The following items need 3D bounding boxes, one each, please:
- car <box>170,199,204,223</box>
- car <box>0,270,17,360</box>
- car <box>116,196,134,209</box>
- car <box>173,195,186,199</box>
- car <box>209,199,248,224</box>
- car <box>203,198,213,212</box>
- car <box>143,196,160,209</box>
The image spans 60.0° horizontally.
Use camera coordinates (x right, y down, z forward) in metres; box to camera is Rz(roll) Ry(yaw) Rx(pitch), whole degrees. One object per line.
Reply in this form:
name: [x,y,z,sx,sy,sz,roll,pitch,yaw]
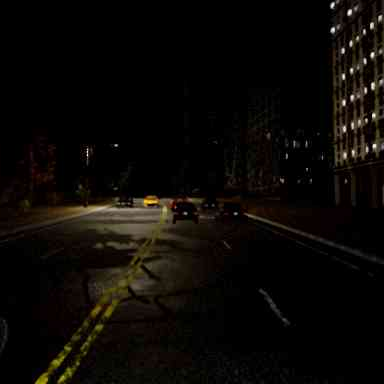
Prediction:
car: [-0.536,1.450,24.400,2.033,1.411,5.357,0,0,-3]
car: [-3.390,1.511,2.987,1.812,1.442,4.674,0,0,0]
car: [-8.416,1.322,42.335,1.837,1.490,4.892,0,0,-5]
car: [-1.557,1.200,40.239,2.097,1.767,4.553,0,0,-4]
car: [2.742,1.458,24.177,2.033,1.411,5.357,0,0,-3]
car: [1.978,1.419,36.927,2.033,1.411,5.357,0,0,-4]
car: [-5.169,1.307,42.497,1.882,1.535,5.008,0,0,-5]
